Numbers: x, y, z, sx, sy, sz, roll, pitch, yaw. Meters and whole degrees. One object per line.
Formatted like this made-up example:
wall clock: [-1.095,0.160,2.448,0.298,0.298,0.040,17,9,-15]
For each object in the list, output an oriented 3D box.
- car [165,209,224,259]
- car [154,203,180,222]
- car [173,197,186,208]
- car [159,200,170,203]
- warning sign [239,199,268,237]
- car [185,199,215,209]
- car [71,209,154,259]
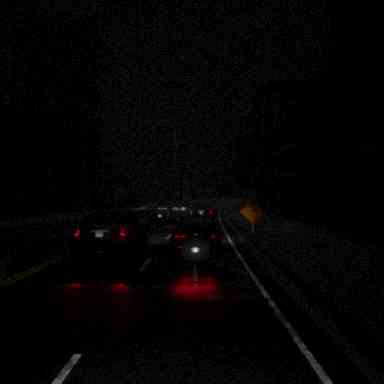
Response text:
car: [0.204,1.650,13.313,1.837,1.490,4.892,0,0,2]
car: [-2.412,1.885,28.246,1.994,1.385,4.181,0,-1,4]
car: [-2.242,2.040,65.090,2.150,2.045,5.566,0,-1,8]
car: [-5.455,2.373,65.534,2.033,1.411,5.357,0,-1,8]
warning sign: [3.136,1.300,17.131,1.300,1.860,1.060,-1,-1,2]
car: [0.834,1.668,28.096,2.097,1.767,4.553,0,-1,4]
car: [-3.047,1.495,13.331,2.097,1.767,4.553,0,-1,2]
